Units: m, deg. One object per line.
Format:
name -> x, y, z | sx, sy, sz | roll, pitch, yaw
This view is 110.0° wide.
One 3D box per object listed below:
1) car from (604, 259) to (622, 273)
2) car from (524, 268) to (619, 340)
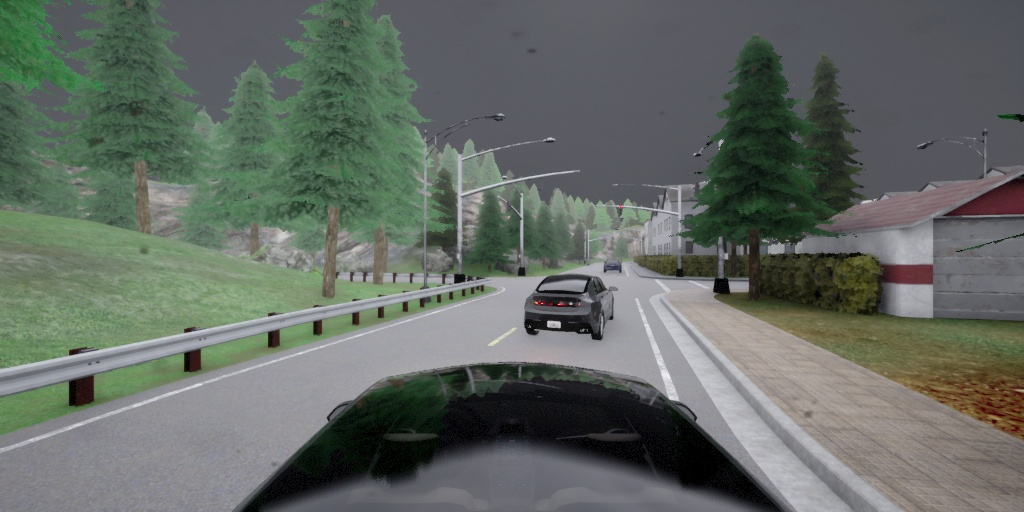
car -> 12.410, 1.102, 44.131 | 2.097, 1.767, 4.553 | 0, 0, 17
car -> 1.785, 1.255, 10.130 | 1.837, 1.490, 4.892 | 0, 0, 21
